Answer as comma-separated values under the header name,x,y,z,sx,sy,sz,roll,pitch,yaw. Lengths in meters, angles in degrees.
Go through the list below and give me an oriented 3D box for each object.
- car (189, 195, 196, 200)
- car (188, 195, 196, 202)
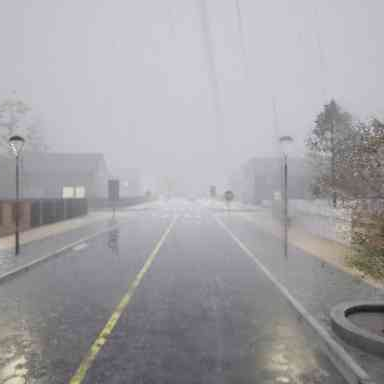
name,x,y,z,sx,sy,sz,roll,pitch,yaw
car,0.021,1.482,90.525,1.882,1.535,5.008,0,0,0
car,0.018,1.621,80.104,2.128,1.511,4.902,0,0,0
